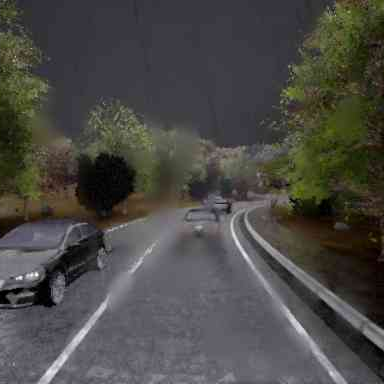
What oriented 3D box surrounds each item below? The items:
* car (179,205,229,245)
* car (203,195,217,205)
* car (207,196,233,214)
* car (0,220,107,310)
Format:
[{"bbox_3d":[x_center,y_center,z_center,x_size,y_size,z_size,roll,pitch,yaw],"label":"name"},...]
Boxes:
[{"bbox_3d":[0.466,1.506,15.542,2.033,1.411,5.357,0,-1,3],"label":"car"},{"bbox_3d":[3.143,1.292,49.040,2.097,1.767,4.553,2,0,19],"label":"car"},{"bbox_3d":[3.308,1.492,35.581,2.128,1.511,4.902,1,0,12],"label":"car"},{"bbox_3d":[-3.481,1.473,8.032,2.128,1.511,4.902,0,0,1],"label":"car"}]
